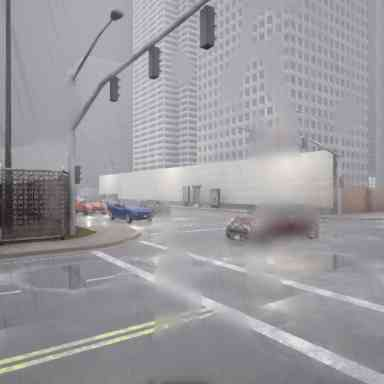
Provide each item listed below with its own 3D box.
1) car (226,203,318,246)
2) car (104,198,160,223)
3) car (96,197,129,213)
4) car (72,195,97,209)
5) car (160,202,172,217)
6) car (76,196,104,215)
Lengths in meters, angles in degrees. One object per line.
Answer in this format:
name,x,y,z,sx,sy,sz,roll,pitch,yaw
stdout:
car,3.715,1.318,15.224,4.553,1.767,2.097,0,0,-35
car,-4.722,1.422,25.331,1.882,1.535,5.008,0,0,-35
car,-9.008,1.422,37.441,1.882,1.535,5.008,0,0,-35
car,-14.843,1.297,45.699,2.097,1.767,4.553,0,0,-35
car,-3.653,1.449,29.878,1.837,1.490,4.892,0,0,-35
car,-10.028,1.297,32.819,2.097,1.767,4.553,0,0,-35
